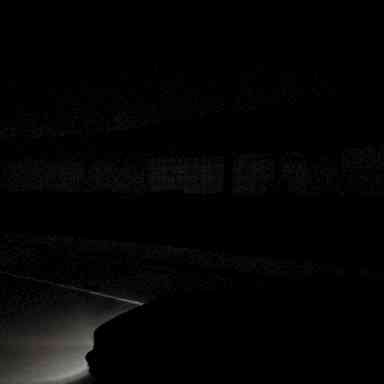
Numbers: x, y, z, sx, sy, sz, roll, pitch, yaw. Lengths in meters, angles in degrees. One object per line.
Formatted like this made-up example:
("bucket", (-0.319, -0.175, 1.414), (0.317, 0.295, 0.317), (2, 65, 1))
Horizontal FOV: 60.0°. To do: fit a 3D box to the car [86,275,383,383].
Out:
("car", (1.449, 1.537, 2.903), (5.357, 1.411, 2.033), (0, 0, 34))
